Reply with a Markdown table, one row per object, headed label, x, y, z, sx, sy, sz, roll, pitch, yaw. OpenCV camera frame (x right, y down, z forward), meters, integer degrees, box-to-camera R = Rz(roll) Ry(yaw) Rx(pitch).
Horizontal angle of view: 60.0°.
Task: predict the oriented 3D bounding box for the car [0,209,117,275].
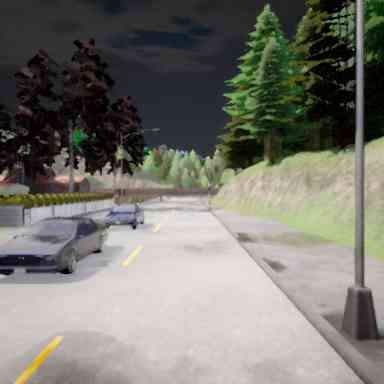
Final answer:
| label | x | y | z | sx | sy | sz | roll | pitch | yaw |
| --- | --- | --- | --- | --- | --- | --- | --- | --- | --- |
| car | -4.113 | 1.507 | 10.604 | 2.033 | 1.411 | 5.357 | 0 | 0 | 0 |

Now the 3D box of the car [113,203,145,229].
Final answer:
| label | x | y | z | sx | sy | sz | roll | pitch | yaw |
| --- | --- | --- | --- | --- | --- | --- | --- | --- | --- |
| car | -4.103 | 1.445 | 20.876 | 1.812 | 1.442 | 4.674 | 0 | 0 | 0 |
